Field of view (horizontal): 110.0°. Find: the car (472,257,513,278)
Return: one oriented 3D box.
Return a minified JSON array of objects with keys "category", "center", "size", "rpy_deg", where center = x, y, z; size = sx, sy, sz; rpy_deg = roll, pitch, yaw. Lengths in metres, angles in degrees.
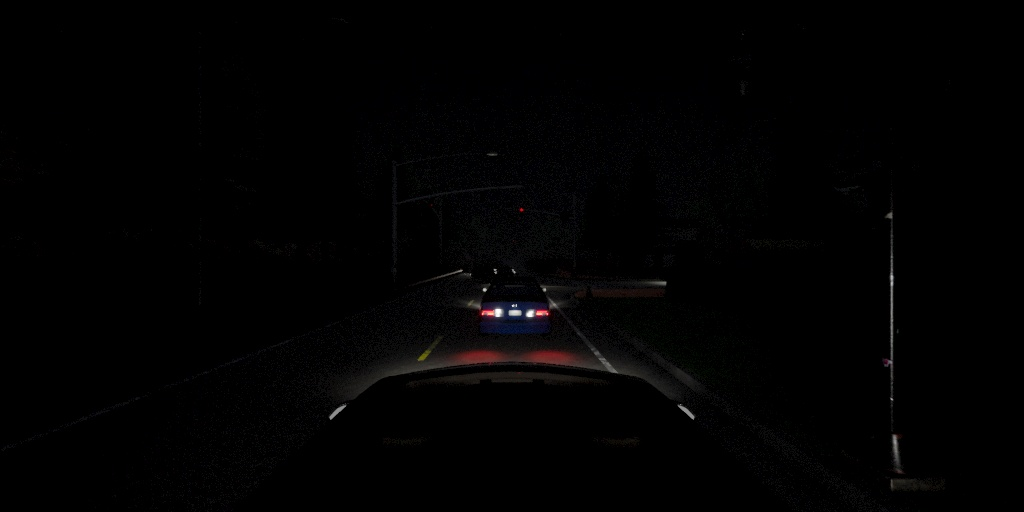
[{"category":"car","center":[-1.485,1.125,28.704],"size":[2.097,1.767,4.553],"rpy_deg":[2,0,-30]}]

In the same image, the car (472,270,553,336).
[{"category":"car","center":[0.075,1.297,10.393],"size":[2.033,1.411,5.357],"rpy_deg":[0,0,0]}]
